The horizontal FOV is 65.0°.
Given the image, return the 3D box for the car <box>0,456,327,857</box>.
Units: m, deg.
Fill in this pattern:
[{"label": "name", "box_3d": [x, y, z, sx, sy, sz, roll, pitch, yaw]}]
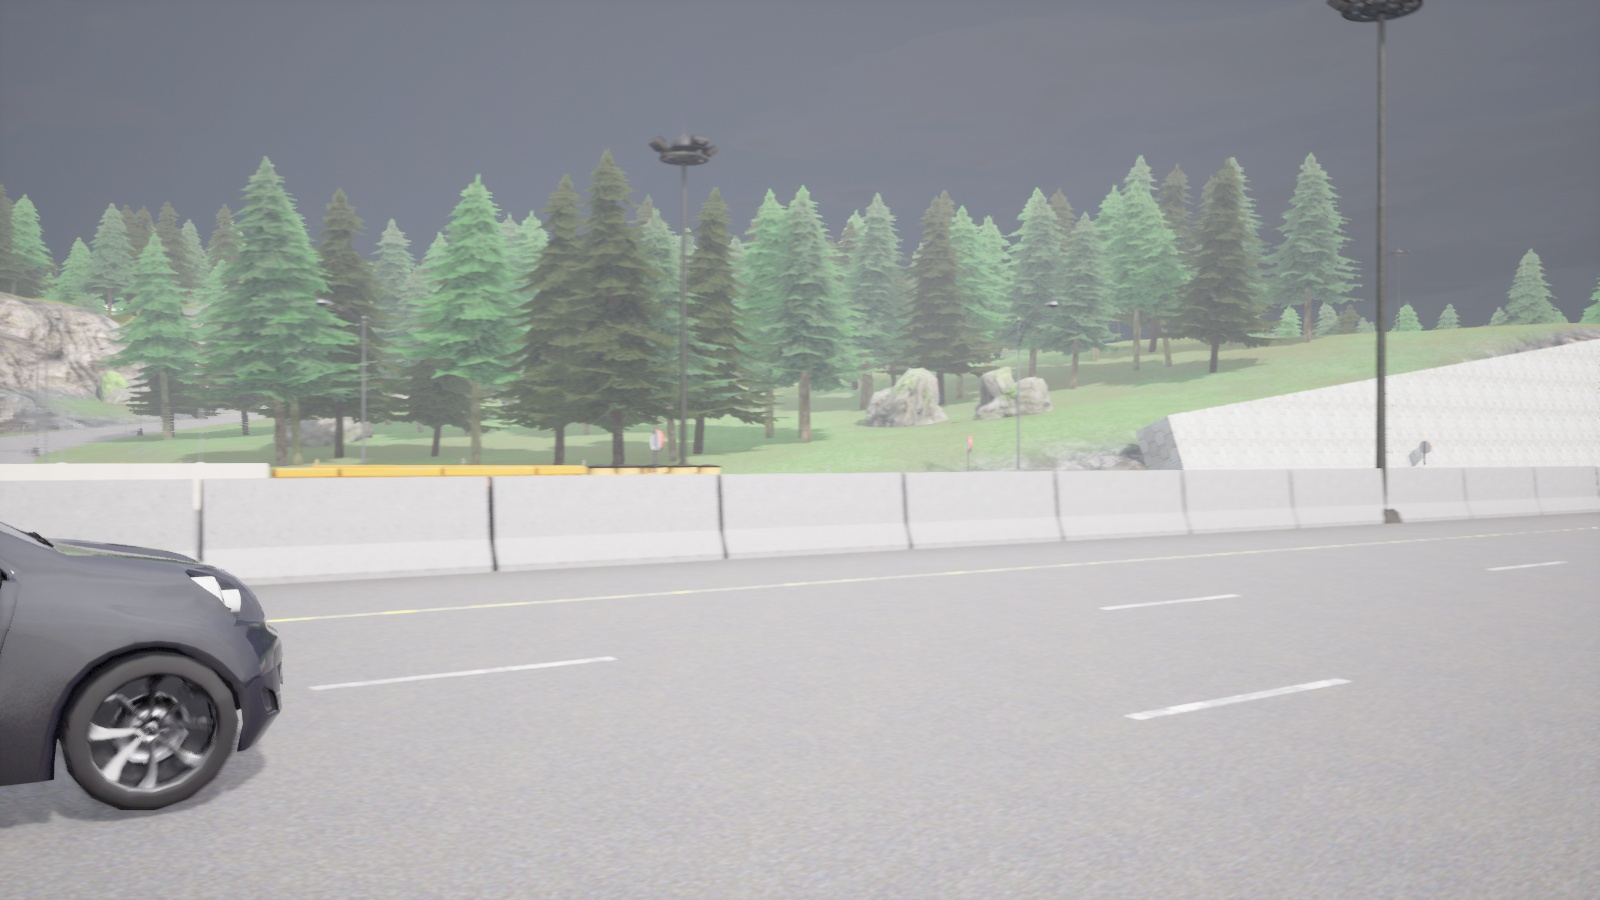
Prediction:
[{"label": "car", "box_3d": [-4.048, 0.780, 5.106, 3.633, 1.501, 1.845, 0, 0, -35]}]
